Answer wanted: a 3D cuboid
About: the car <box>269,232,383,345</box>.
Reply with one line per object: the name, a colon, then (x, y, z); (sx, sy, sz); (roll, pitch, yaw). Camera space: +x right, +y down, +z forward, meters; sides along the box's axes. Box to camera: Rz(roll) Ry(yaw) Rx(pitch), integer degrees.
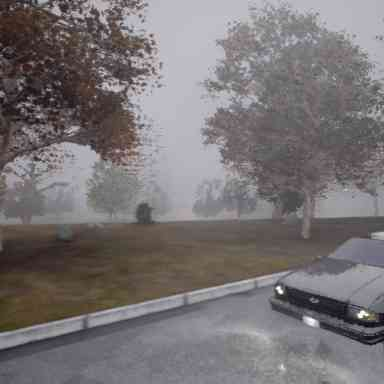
car: (3.935, 1.538, 6.494); (5.357, 1.411, 2.033); (0, 0, -36)
